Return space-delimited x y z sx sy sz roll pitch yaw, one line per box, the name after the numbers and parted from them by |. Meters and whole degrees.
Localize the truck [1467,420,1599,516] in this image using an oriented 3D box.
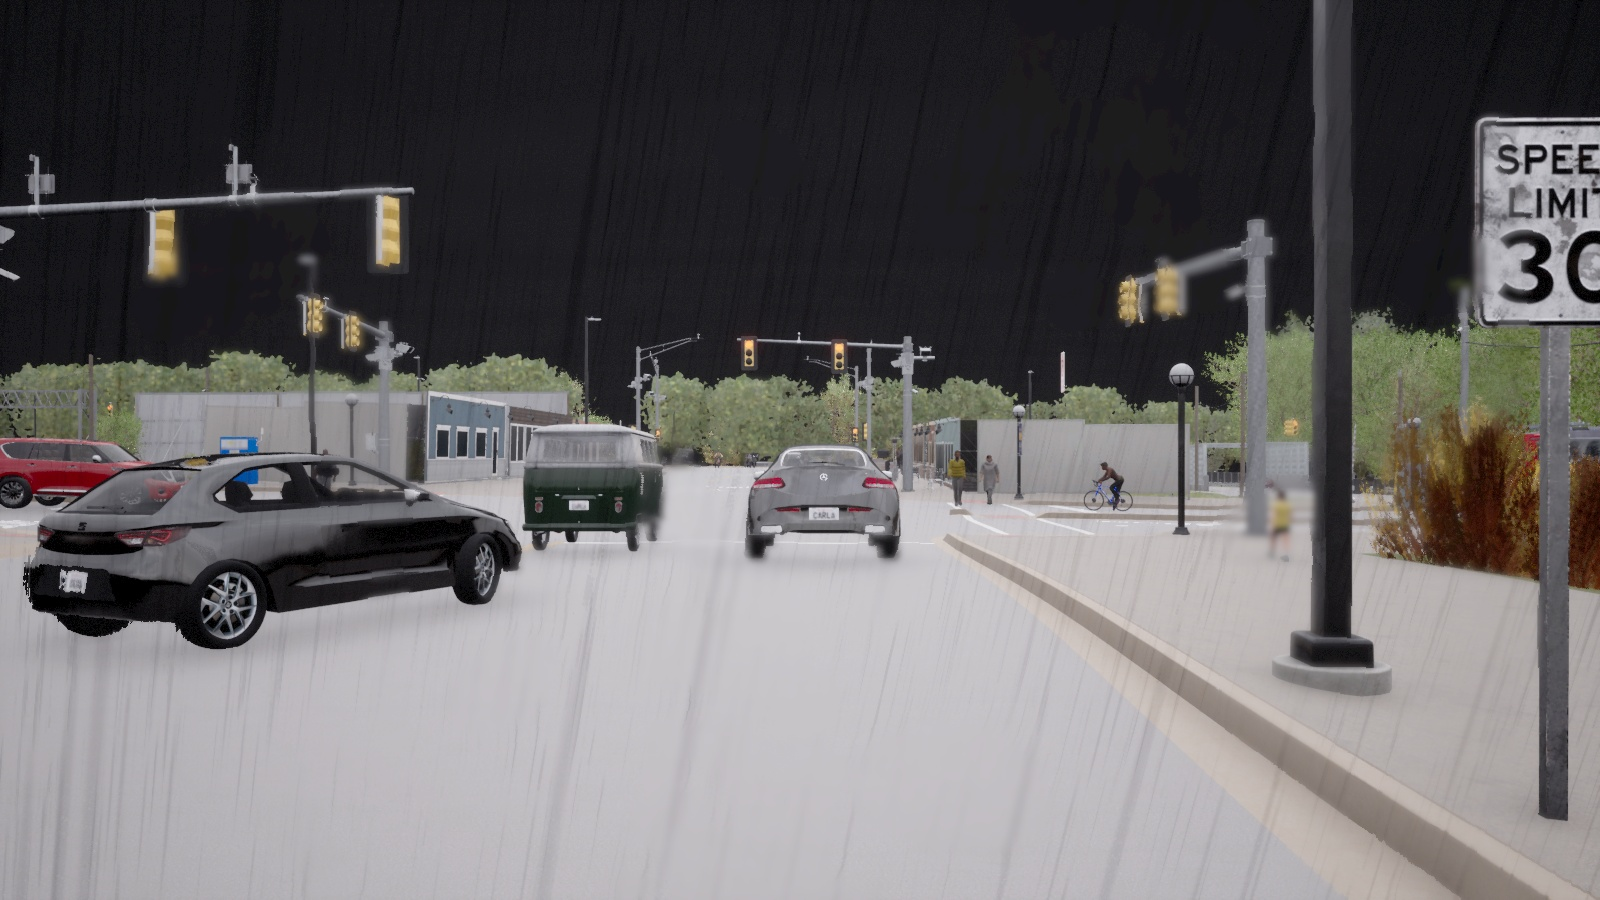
32.456 0.826 54.751 2.891 3.827 8.468 -1 -1 6 | truck

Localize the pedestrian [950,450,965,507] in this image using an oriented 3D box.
5.114 0.925 40.736 0.431 1.840 0.709 0 1 3 | pedestrian

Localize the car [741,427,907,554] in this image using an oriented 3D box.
0.350 0.588 18.883 2.152 1.651 5.027 0 -1 1 | car

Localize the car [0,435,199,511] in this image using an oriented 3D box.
-21.005 0.661 36.899 5.566 2.045 2.150 1 0 -3 | car

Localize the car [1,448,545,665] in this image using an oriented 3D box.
-4.332 0.746 11.057 1.816 1.474 4.193 0 1 28 | car

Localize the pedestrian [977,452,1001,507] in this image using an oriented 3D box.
6.869 1.063 45.603 0.659 1.952 0.873 0 1 21 | pedestrian

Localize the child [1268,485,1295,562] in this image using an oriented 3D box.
7.089 1.079 18.490 0.255 1.110 0.394 0 1 2 | child

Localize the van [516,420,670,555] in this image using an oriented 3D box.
-3.282 0.598 20.731 1.775 1.987 4.442 0 -1 0 | van

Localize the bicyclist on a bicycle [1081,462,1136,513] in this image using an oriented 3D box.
10.250 1.247 41.785 1.656 1.620 0.582 1 -1 0 | bicyclist on a bicycle
